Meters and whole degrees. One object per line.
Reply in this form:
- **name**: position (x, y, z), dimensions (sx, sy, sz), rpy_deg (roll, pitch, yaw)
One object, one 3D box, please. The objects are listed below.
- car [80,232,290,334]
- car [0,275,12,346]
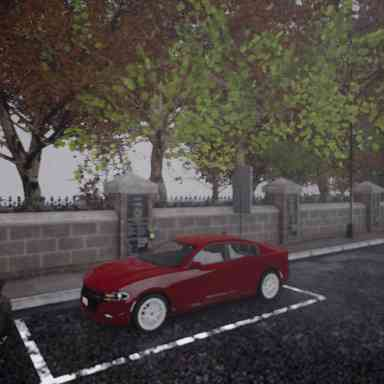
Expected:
- **car**: position (0.077, 1.547, 6.765), dimensions (4.507, 1.381, 1.887), rpy_deg (0, 0, -35)
- **car**: position (-4.408, 1.550, 3.513), dimensions (4.403, 1.369, 2.008), rpy_deg (0, 0, -35)
